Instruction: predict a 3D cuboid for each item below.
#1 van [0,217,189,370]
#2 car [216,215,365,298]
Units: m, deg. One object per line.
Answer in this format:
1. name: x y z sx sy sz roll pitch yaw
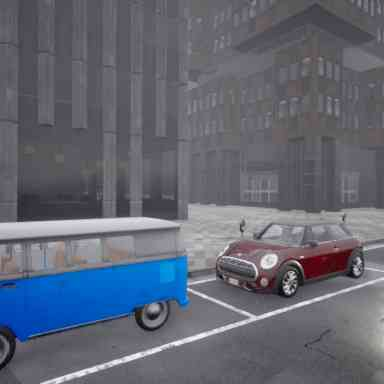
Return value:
1. van: -1.962 1.341 5.247 3.998 1.788 1.690 0 0 -35
2. car: 2.539 1.441 8.450 4.097 1.590 1.967 0 0 -35
